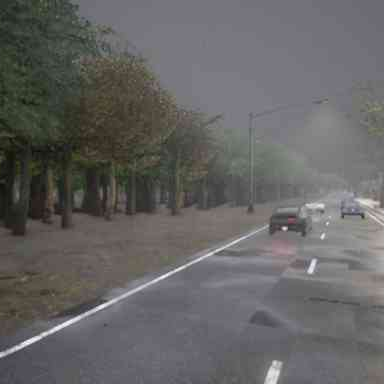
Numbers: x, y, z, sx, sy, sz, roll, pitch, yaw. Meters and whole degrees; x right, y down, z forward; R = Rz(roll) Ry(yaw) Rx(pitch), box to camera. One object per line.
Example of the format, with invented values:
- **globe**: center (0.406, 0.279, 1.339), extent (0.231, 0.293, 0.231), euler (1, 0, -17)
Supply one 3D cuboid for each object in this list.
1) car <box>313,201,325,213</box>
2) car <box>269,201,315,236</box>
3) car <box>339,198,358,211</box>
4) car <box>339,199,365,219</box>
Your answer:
- **car**: center (13.419, 1.586, 36.268), extent (1.895, 1.301, 4.718), euler (0, 0, 24)
- **car**: center (5.479, 1.493, 18.305), extent (1.837, 1.490, 4.892), euler (0, 0, 24)
- **car**: center (19.338, 1.530, 41.184), extent (2.033, 1.411, 5.357), euler (0, 0, 24)
- **car**: center (14.133, 1.533, 29.339), extent (2.033, 1.411, 5.357), euler (0, 0, 24)
